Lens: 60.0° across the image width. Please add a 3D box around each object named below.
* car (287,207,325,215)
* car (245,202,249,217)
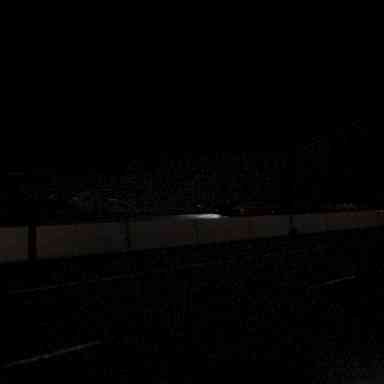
[{"bbox_3d":[10.423,1.830,28.601,4.181,1.385,1.994,1,-1,-35],"label":"car"},{"bbox_3d":[6.257,1.742,34.227,5.008,1.535,1.882,1,-1,-35],"label":"car"}]
